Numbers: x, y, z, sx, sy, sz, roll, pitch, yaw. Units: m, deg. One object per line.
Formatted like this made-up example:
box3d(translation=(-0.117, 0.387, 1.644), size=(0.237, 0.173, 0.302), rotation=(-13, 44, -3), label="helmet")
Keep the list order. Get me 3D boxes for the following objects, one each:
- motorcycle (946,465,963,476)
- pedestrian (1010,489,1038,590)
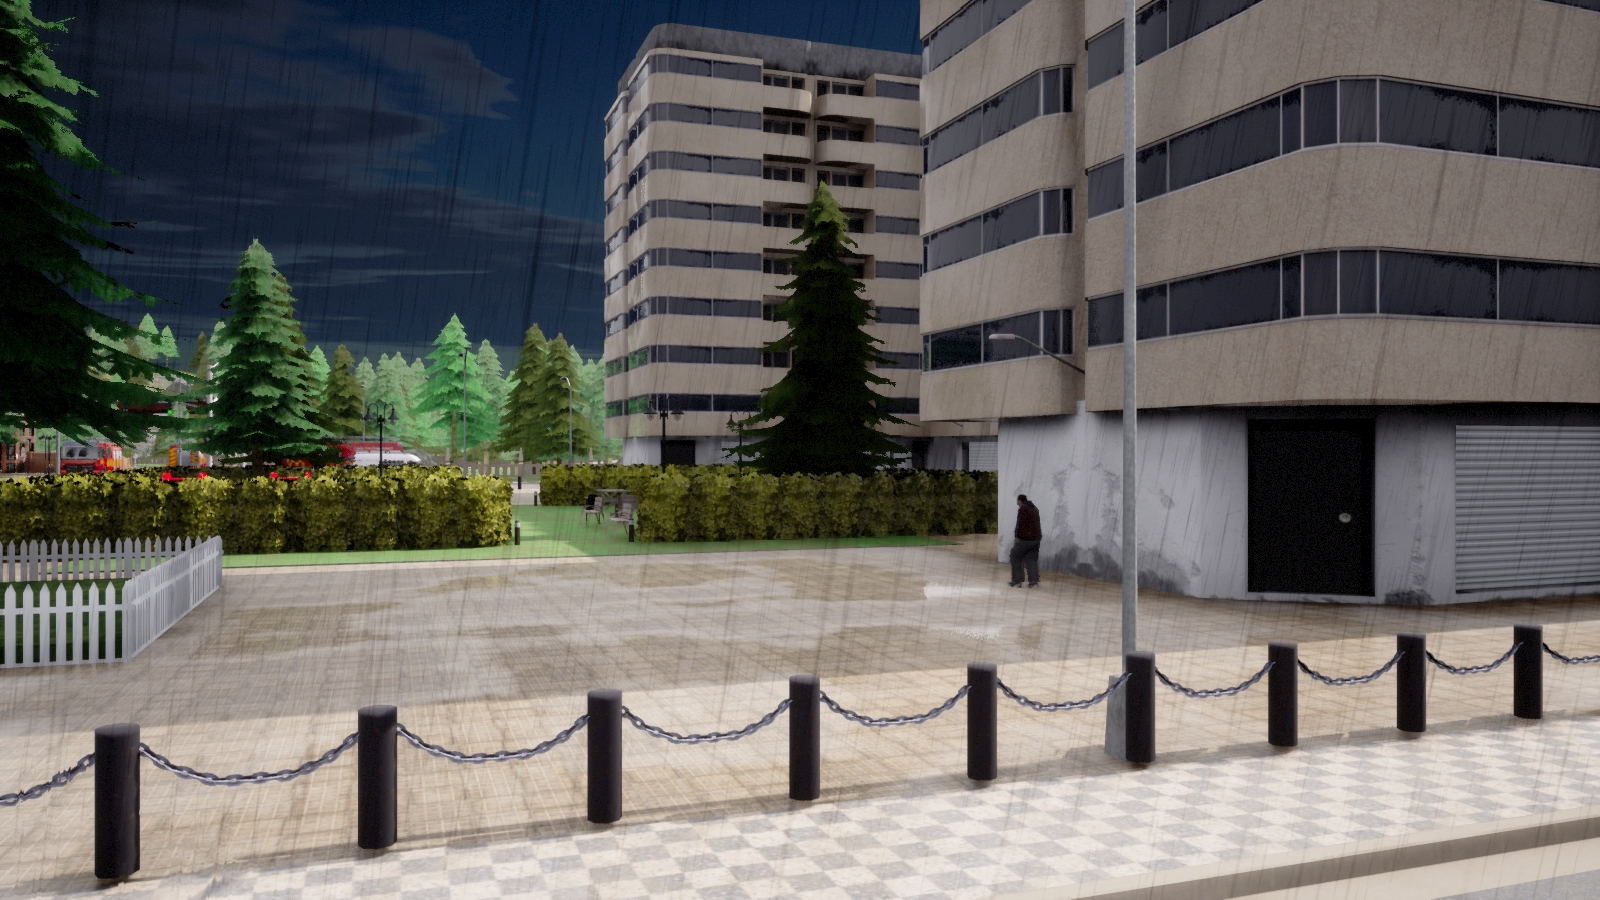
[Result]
box3d(translation=(16.084, 2.131, 119.009), size=(0.803, 1.199, 2.033), rotation=(0, 0, -20), label="motorcycle")
box3d(translation=(4.213, 1.675, 21.513), size=(0.375, 1.860, 0.375), rotation=(0, 0, -43), label="pedestrian")
